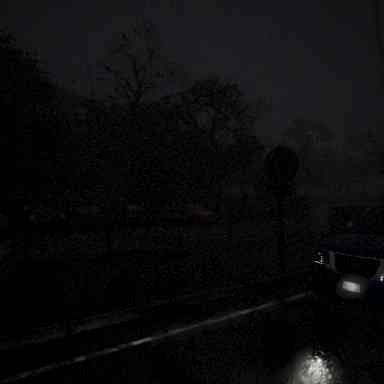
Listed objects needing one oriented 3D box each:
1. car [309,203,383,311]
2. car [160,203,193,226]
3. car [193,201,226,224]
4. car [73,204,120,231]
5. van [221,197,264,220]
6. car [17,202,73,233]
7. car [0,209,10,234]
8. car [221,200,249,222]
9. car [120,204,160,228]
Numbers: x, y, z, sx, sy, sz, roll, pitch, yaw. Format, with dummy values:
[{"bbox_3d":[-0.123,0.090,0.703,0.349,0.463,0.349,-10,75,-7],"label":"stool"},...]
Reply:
[{"bbox_3d":[4.931,1.238,7.202,5.566,2.045,2.150,0,0,-35],"label":"car"},{"bbox_3d":[-2.390,1.651,25.064,2.163,1.488,4.792,1,0,-36],"label":"car"},{"bbox_3d":[-0.009,1.644,26.504,1.946,1.575,5.366,1,0,-36],"label":"car"},{"bbox_3d":[-6.890,1.569,21.817,2.097,1.535,5.008,1,0,-36],"label":"car"},{"bbox_3d":[4.467,1.474,29.791,1.878,1.987,4.442,1,0,-36],"label":"van"},{"bbox_3d":[-9.161,1.419,20.223,2.185,1.767,4.553,1,0,-36],"label":"car"},{"bbox_3d":[-11.400,1.559,18.580,2.002,1.452,4.674,1,0,-36],"label":"car"},{"bbox_3d":[2.125,1.703,28.295,2.163,1.488,4.792,1,0,-36],"label":"car"},{"bbox_3d":[-4.626,1.596,23.422,2.231,1.521,4.892,1,0,-36],"label":"car"}]
